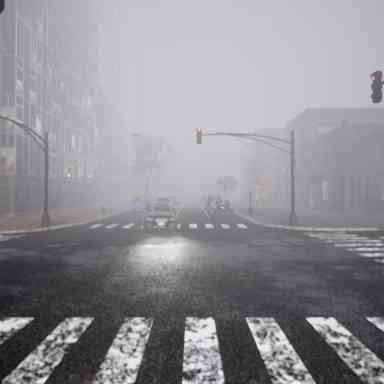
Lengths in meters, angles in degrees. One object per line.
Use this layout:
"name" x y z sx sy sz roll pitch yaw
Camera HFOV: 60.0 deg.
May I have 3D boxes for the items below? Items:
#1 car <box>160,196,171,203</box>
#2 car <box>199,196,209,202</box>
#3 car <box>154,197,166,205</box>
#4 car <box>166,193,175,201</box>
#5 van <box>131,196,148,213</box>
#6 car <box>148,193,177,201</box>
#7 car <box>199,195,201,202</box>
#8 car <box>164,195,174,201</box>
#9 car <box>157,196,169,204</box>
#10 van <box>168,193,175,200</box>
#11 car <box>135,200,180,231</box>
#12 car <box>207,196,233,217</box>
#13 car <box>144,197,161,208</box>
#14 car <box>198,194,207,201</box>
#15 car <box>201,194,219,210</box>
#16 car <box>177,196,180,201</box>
"car" -5.641 1.523 70.822 1.947 1.339 4.313 1 0 0
"car" 2.742 1.519 76.531 1.947 1.339 4.313 1 0 0
"car" -5.647 1.546 59.474 1.802 1.307 4.206 1 0 0
"car" -5.627 1.260 87.844 2.192 1.841 5.009 1 0 0
"van" -5.654 1.320 36.778 1.690 1.788 3.998 1 0 0
"car" -3.079 1.331 35.715 2.097 1.767 4.553 0 0 0
"car" 2.741 1.276 65.183 2.192 1.841 5.009 1 0 0
"car" -5.635 1.500 82.170 2.008 1.369 4.403 1 0 0
"car" -5.644 1.527 65.148 1.947 1.339 4.313 1 0 0
"van" -5.625 1.283 93.518 1.690 1.788 3.998 1 0 0
"car" -2.177 1.481 20.585 2.128 1.511 4.902 0 0 -12
"car" 2.721 1.423 31.138 1.967 1.590 4.097 1 0 0
"car" -5.652 1.497 47.956 1.752 1.417 4.829 1 0 0
"car" 2.750 1.385 87.878 1.967 1.590 4.097 1 0 0
"car" 2.729 1.290 42.486 2.192 1.841 5.009 1 0 0
"car" -3.050 1.320 53.937 2.097 1.767 4.553 0 0 0
